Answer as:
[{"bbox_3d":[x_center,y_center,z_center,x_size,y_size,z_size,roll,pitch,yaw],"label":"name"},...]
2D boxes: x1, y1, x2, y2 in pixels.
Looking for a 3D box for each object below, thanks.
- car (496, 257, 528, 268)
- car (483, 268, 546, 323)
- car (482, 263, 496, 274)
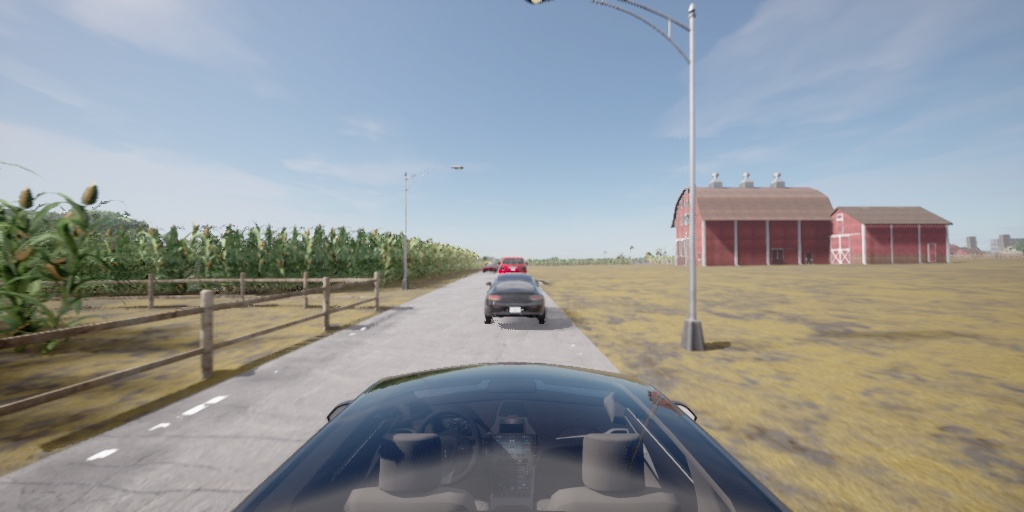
[{"bbox_3d":[0.083,1.072,28.489,2.150,2.045,5.566,0,0,0],"label":"car"},{"bbox_3d":[0.086,1.312,12.144,1.812,1.442,4.674,0,0,0],"label":"car"},{"bbox_3d":[-2.839,1.606,46.810,1.895,1.301,4.718,0,-1,0],"label":"car"}]
